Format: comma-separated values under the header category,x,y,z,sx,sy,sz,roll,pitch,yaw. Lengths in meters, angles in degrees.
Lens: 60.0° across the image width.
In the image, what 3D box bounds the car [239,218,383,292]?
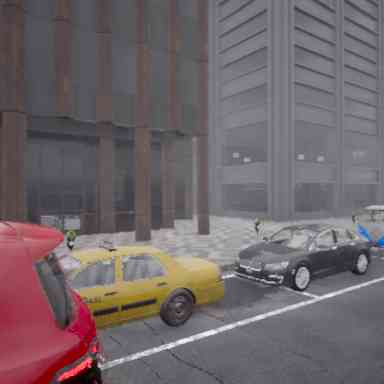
category,x,y,z,sx,sy,sz,roll,pitch,yaw
car,3.082,1.554,8.851,4.403,1.369,2.008,0,0,-35

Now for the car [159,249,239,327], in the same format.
category,x,y,z,sx,sy,sz,roll,pitch,yaw
car,-1.645,1.526,5.479,4.829,1.417,1.752,0,0,-35

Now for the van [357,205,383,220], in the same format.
category,x,y,z,sx,sy,sz,roll,pitch,yaw
van,7.671,1.347,12.125,3.998,1.788,1.690,0,0,-35

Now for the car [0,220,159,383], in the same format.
category,x,y,z,sx,sy,sz,roll,pitch,yaw
car,-3.094,1.221,1.171,5.566,2.045,2.150,0,0,-36
